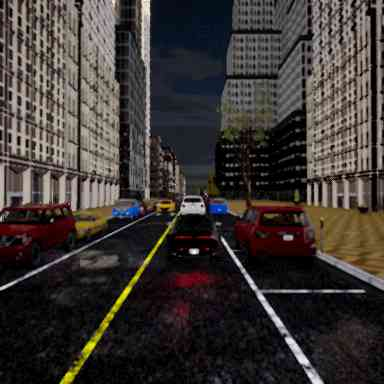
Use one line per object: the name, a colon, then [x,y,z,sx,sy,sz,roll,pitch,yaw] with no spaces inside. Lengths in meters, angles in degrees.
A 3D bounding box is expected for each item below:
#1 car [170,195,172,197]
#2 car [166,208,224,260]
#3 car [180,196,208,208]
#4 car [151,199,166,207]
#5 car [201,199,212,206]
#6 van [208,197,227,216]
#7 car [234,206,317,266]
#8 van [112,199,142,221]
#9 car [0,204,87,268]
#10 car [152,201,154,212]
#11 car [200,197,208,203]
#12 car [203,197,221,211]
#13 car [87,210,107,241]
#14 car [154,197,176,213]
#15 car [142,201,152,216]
car: [-5.700,1.841,68.627,1.967,1.590,4.097,0,0,0]
car: [0.079,1.575,12.664,1.837,1.490,4.892,0,0,0]
car: [0.087,1.397,31.637,2.150,2.045,5.566,0,0,0]
car: [-5.699,1.880,57.249,2.008,1.369,4.403,0,0,0]
car: [2.663,1.947,62.913,1.802,1.307,4.206,0,0,0]
van: [2.696,1.533,34.470,1.690,1.788,3.998,0,0,0]
car: [2.699,1.379,11.715,2.192,1.841,5.009,0,0,0]
van: [-5.691,1.500,28.805,1.690,1.788,3.998,0,0,0]
car: [-5.686,1.378,11.739,2.192,1.841,5.009,0,0,0]
car: [-5.695,1.749,40.012,1.752,1.417,4.829,0,0,0]
car: [2.982,1.942,81.680,1.801,1.575,5.366,0,0,0]
car: [2.695,1.574,45.849,2.192,1.841,5.009,0,0,0]
car: [-5.689,1.619,17.257,1.752,1.417,4.829,0,0,0]
car: [-3.102,1.702,40.201,1.882,1.535,5.008,0,0,0]
car: [-5.693,1.631,34.493,1.967,1.590,4.097,0,0,0]
